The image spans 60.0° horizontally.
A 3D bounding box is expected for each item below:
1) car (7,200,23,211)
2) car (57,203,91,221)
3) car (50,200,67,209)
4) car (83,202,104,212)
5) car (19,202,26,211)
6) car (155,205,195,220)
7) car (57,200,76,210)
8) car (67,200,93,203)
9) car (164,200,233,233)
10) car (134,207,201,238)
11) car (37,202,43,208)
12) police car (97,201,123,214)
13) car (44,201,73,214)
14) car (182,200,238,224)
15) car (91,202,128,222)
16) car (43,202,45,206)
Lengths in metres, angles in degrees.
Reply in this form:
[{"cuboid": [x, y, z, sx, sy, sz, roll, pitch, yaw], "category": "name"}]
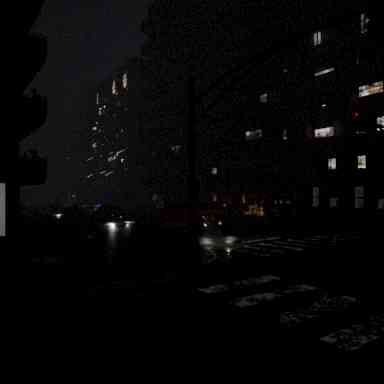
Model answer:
[{"cuboid": [-35.154, 2.639, 65.931, 2.192, 1.841, 5.009, -1, 0, -36], "category": "car"}, {"cuboid": [-11.877, 2.163, 33.835, 1.887, 1.381, 4.507, -1, 0, -36], "category": "car"}, {"cuboid": [-28.433, 2.623, 70.880, 2.192, 1.841, 5.009, -1, 0, -36], "category": "car"}, {"cuboid": [-16.351, 2.432, 55.069, 1.882, 1.535, 5.008, 0, -1, -36], "category": "car"}, {"cuboid": [-31.825, 2.769, 61.346, 1.887, 1.381, 4.507, -1, 0, -36], "category": "car"}, {"cuboid": [-1.830, 2.045, 34.199, 1.887, 1.381, 4.507, -1, 0, -36], "category": "car"}, {"cuboid": [-25.107, 2.523, 66.294, 2.192, 1.841, 5.009, -1, 0, -36], "category": "car"}, {"cuboid": [-17.691, 2.418, 51.738, 2.128, 1.511, 4.902, 0, -1, -36], "category": "car"}, {"cuboid": [0.038, 1.532, 21.826, 2.150, 2.045, 5.566, 0, -1, -36], "category": "car"}, {"cuboid": [-1.804, 1.832, 19.941, 1.752, 1.417, 4.829, -1, 0, -36], "category": "car"}, {"cuboid": [-35.076, 3.049, 80.050, 1.887, 1.381, 4.507, -1, 0, -36], "category": "car"}, {"cuboid": [-12.311, 2.256, 49.488, 1.930, 1.638, 5.238, 0, -1, -36], "category": "police car"}, {"cuboid": [-19.872, 2.470, 49.464, 2.033, 1.411, 5.357, 0, -1, -36], "category": "car"}, {"cuboid": [1.488, 1.713, 29.615, 2.192, 1.841, 5.009, -1, 0, -36], "category": "car"}, {"cuboid": [-8.028, 2.059, 32.969, 1.837, 1.490, 4.892, 0, 1, -36], "category": "car"}, {"cuboid": [-31.750, 2.972, 75.464, 1.947, 1.339, 4.313, -1, 0, -36], "category": "car"}]
